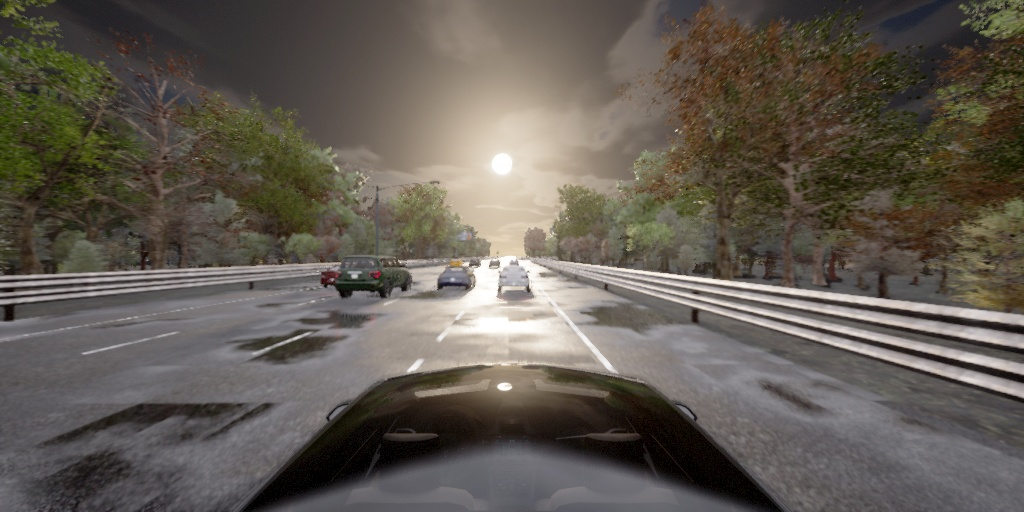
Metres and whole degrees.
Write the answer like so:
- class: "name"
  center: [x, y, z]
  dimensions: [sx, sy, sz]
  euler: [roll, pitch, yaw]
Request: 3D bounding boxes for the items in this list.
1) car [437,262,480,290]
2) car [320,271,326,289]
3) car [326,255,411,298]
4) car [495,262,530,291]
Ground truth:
- class: "car"
  center: [-3.390, 1.314, 22.565]
  dimensions: [1.994, 1.385, 4.181]
  euler: [0, 0, 0]
- class: "car"
  center: [-10.389, 1.227, 23.237]
  dimensions: [1.882, 1.535, 5.008]
  euler: [0, 0, 0]
- class: "car"
  center: [-6.897, 0.972, 18.407]
  dimensions: [2.150, 2.045, 5.566]
  euler: [0, 0, 0]
- class: "car"
  center: [0.107, 1.275, 21.598]
  dimensions: [1.812, 1.442, 4.674]
  euler: [0, 0, 0]
